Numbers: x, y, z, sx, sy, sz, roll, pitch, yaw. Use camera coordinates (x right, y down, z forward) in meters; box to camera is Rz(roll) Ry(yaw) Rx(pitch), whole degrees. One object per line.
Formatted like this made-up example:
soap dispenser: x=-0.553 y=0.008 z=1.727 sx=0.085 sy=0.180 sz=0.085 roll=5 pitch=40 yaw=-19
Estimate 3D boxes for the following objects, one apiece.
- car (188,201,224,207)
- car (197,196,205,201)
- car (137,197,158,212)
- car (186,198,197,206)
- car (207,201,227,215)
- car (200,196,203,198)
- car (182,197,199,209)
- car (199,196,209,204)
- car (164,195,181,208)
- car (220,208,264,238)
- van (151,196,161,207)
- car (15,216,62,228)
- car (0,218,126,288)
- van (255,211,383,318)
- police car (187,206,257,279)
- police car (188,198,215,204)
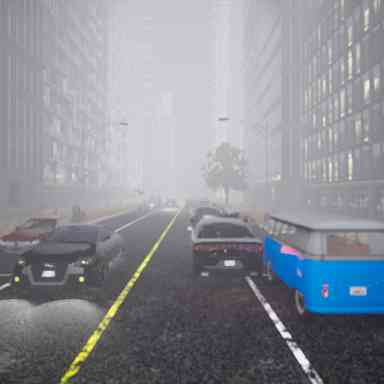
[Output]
car: x=0.860 y=1.551 z=20.223 sx=1.882 sy=1.535 sz=5.008 roll=0 pitch=0 yaw=0
car: x=2.511 y=1.799 z=92.594 sx=1.887 sy=1.381 sz=4.507 roll=0 pitch=0 yaw=0
car: x=-5.771 y=1.699 z=41.349 sx=2.008 sy=1.369 sz=4.403 roll=0 pitch=0 yaw=0
car: x=-0.119 y=1.761 z=60.983 sx=1.994 sy=1.385 sz=4.181 roll=0 pitch=0 yaw=0
car: x=2.621 y=1.711 z=35.669 sx=1.802 sy=1.307 sz=4.206 roll=0 pitch=0 yaw=0
car: x=2.588 y=1.730 z=52.746 sx=2.008 sy=1.369 sz=4.403 roll=0 pitch=0 yaw=0
car: x=-0.082 y=1.765 z=47.124 sx=1.895 sy=1.301 sz=4.718 roll=0 pitch=0 yaw=0
car: x=2.555 y=1.655 z=69.824 sx=1.967 sy=1.590 sz=4.097 roll=0 pitch=0 yaw=0
car: x=-3.189 y=1.667 z=51.501 sx=2.128 sy=1.511 sz=4.902 roll=0 pitch=0 yaw=0
car: x=2.654 y=1.649 z=18.591 sx=1.802 sy=1.307 sz=4.206 roll=0 pitch=0 yaw=0
van: x=-5.793 y=1.520 z=52.735 sx=1.690 sy=1.788 sz=3.998 roll=0 pitch=0 yaw=0
car: x=-5.716 y=1.629 z=12.886 sx=1.802 sy=1.307 sz=4.206 roll=0 pitch=0 yaw=0
car: x=-3.119 y=1.598 z=9.233 sx=1.994 sy=1.385 sz=4.181 roll=0 pitch=0 yaw=0
van: x=2.676 y=1.367 z=7.208 sx=1.690 sy=1.788 sz=3.998 roll=0 pitch=0 yaw=0
police car: x=0.879 y=1.463 z=10.333 sx=1.930 sy=1.638 sz=5.238 roll=0 pitch=0 yaw=0
police car: x=0.848 y=1.521 z=26.333 sx=1.930 sy=1.638 sz=5.238 roll=0 pitch=0 yaw=0
